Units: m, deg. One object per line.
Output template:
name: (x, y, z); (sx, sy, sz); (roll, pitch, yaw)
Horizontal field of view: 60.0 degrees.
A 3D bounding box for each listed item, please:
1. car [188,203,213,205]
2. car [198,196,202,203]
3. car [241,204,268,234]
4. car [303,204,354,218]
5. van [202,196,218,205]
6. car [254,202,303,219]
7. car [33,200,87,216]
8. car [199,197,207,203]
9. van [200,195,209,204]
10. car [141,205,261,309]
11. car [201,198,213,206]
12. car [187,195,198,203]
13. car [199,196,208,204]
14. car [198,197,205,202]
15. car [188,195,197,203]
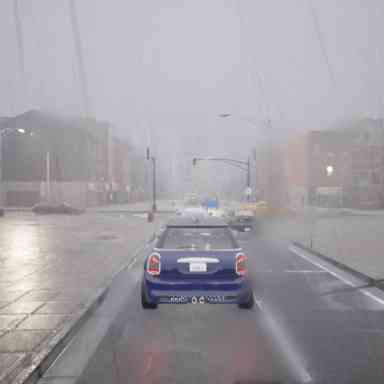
car: (0.148, 1.544, 17.837); (1.812, 1.442, 4.674); (0, 0, 1)
car: (2.678, 1.510, 55.630); (2.192, 1.841, 5.009); (-1, 0, 0)
car: (2.645, 1.569, 18.089); (2.008, 1.369, 4.403); (-1, 0, 0)
car: (13.283, 1.822, 33.051); (4.718, 1.301, 1.895); (1, 1, 1)
van: (2.668, 1.469, 45.048); (1.690, 1.788, 3.998); (-1, 0, 0)
car: (7.011, 1.651, 30.103); (5.008, 1.535, 1.882); (1, 1, 0)
car: (-11.939, 1.452, 30.157); (4.674, 1.442, 1.812); (1, 1, 1)
car: (2.709, 1.973, 82.078); (1.887, 1.381, 4.507); (-1, -1, 0)
van: (2.694, 1.666, 71.500); (1.690, 1.788, 3.998); (-1, -1, 0)
car: (0.107, 1.354, 8.017); (2.097, 1.767, 4.553); (0, 0, 0)
car: (2.688, 1.786, 60.917); (2.008, 1.369, 4.403); (-1, -1, 0)
car: (0.172, 1.763, 65.492); (2.128, 1.511, 4.902); (0, -1, 0)
car: (2.702, 1.815, 76.789); (1.967, 1.590, 4.097); (-1, -1, 0)
car: (2.721, 2.128, 92.658); (1.802, 1.307, 4.206); (-2, -1, 0)
car: (0.095, 1.693, 85.859); (2.150, 2.045, 5.566); (0, -1, 0)
